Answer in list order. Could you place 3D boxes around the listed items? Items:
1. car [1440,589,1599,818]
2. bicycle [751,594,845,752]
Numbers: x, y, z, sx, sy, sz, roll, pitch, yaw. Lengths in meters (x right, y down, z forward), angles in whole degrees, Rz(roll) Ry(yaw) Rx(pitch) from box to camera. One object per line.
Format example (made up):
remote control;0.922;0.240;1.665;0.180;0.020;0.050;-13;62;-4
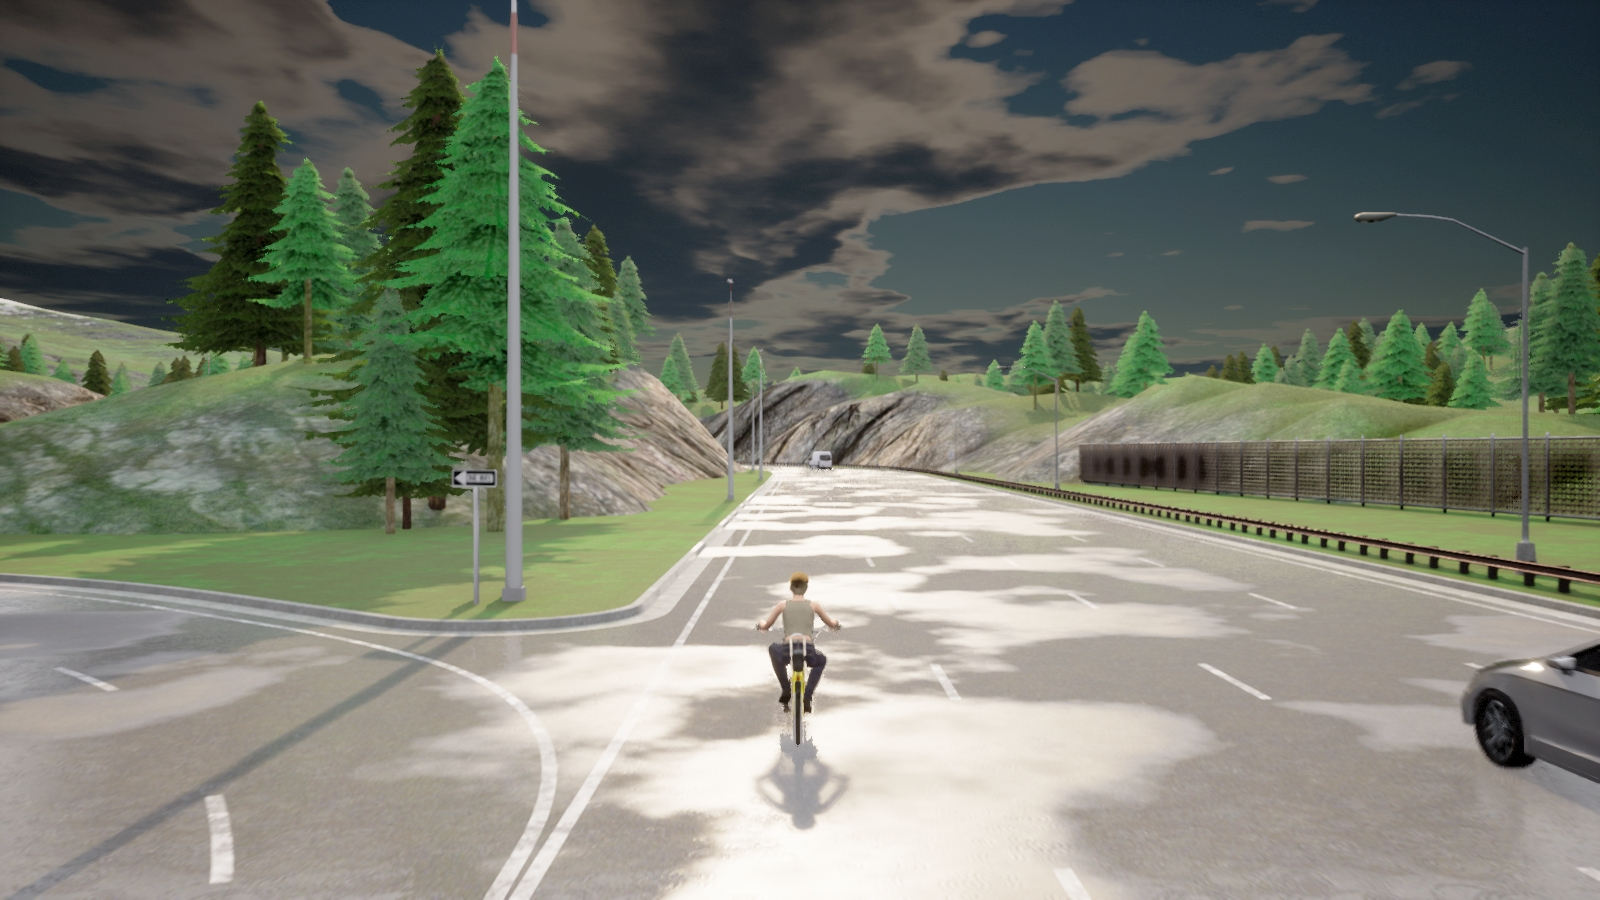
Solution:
car;7.002;2.062;8.785;1.816;1.474;4.193;0;0;0
bicycle;-0.013;2.154;11.297;0.859;1.276;1.487;0;0;0
